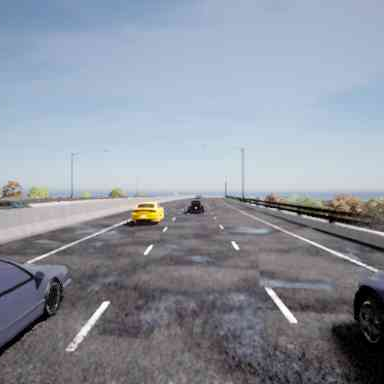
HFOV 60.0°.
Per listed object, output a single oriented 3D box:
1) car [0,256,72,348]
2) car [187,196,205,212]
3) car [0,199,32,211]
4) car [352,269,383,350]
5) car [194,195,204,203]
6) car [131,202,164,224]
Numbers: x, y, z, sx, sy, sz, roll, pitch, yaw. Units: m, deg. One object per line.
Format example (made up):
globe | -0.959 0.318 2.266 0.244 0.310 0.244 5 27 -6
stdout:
car | -3.387 1.547 4.346 2.033 1.411 5.357 0 0 0
car | 0.460 1.548 38.115 1.812 1.442 4.674 0 0 1
car | -13.836 1.354 24.817 2.097 1.767 4.553 0 0 1
car | 3.504 1.432 3.310 2.033 1.649 4.856 0 0 0
car | 1.623 1.483 73.442 2.097 1.767 4.553 0 0 3
car | -3.197 1.483 24.661 1.882 1.535 5.008 0 0 1
